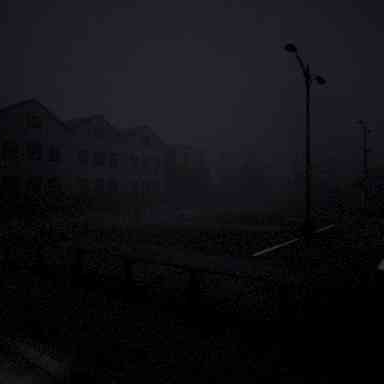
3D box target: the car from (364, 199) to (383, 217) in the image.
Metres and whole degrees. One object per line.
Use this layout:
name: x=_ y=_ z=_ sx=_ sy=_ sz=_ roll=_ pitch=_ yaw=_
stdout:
car: x=15.259 y=1.299 z=26.926 sx=2.007 sy=1.523 sz=4.514 roll=0 pitch=0 yaw=35
